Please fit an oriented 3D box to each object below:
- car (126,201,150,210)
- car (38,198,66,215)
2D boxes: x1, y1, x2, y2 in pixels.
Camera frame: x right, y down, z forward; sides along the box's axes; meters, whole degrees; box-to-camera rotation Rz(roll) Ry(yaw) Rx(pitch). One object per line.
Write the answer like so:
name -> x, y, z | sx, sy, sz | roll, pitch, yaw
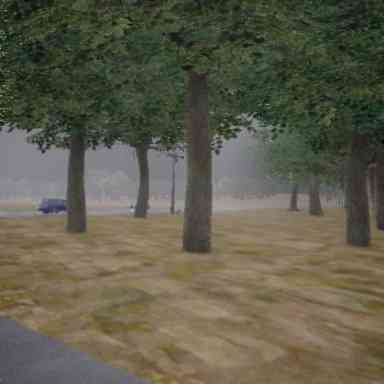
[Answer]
car -> -10.124, 2.513, 62.502 | 2.097, 1.767, 4.553 | 0, -2, 37
car -> -16.555, 1.805, 42.184 | 2.150, 2.045, 5.566 | 0, -2, 37
